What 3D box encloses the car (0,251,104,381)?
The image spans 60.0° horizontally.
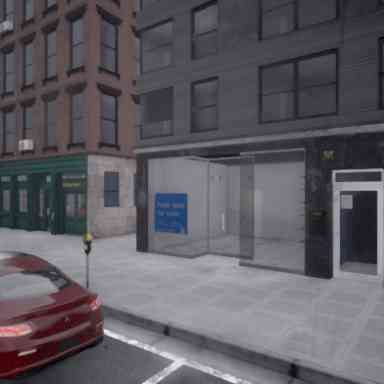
[{"bbox_3d":[-3.089,1.579,5.026,4.206,1.307,1.802,0,0,36],"label":"car"}]
